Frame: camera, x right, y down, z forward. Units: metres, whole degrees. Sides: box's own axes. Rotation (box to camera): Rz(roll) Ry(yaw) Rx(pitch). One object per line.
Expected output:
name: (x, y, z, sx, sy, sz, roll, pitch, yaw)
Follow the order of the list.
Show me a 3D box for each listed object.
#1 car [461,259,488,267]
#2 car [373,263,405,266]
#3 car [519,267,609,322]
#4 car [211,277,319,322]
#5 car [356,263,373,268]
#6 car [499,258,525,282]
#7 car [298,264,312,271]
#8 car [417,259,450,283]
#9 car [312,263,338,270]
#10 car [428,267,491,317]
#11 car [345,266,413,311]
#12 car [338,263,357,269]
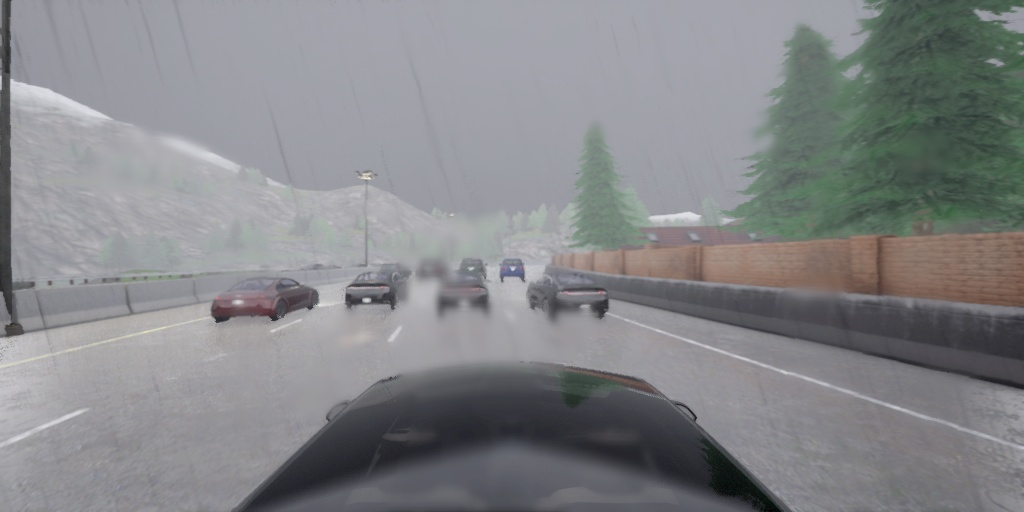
car: (-3.456, 1.261, 32.812, 2.150, 2.045, 5.566, 0, 0, -1)
car: (-10.410, 1.429, 32.255, 2.097, 1.767, 4.553, 0, -1, -1)
car: (1.816, 1.326, 12.848, 2.128, 1.511, 4.902, 0, 0, -9)
car: (-8.834, 1.469, 13.239, 1.994, 1.385, 4.181, 0, 0, -8)
car: (-20.242, 1.866, 53.034, 2.033, 1.411, 5.357, 0, -1, 6)
car: (0.031, 1.242, 33.242, 2.150, 2.045, 5.566, 0, 0, -1)
car: (-30.567, 1.905, 55.051, 1.837, 1.490, 4.892, -1, 0, 7)
car: (-6.947, 1.279, 32.341, 2.150, 2.045, 5.566, 0, 0, -1)
car: (-27.197, 1.930, 53.514, 1.994, 1.385, 4.181, 0, 0, 6)
car: (-1.871, 1.359, 13.962, 2.128, 1.511, 4.902, 0, 0, -8)
car: (-5.595, 1.396, 15.378, 2.128, 1.511, 4.902, 0, 0, -8)
car: (-23.620, 1.855, 54.107, 1.837, 1.490, 4.892, -1, -1, 7)
